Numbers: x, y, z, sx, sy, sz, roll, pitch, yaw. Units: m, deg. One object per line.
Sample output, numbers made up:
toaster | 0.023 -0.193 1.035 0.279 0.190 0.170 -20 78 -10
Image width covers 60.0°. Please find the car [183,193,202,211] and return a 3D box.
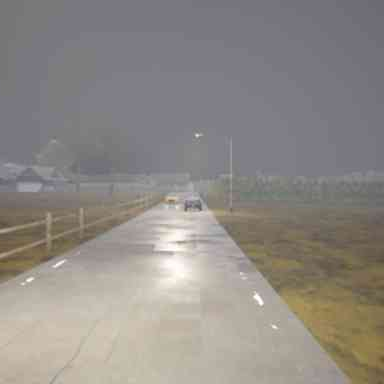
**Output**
car | 0.106 1.188 36.133 2.128 1.511 4.902 0 1 0

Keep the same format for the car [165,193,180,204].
car | -2.814 0.910 48.033 1.882 1.535 5.008 0 1 0

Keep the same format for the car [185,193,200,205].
car | 0.106 0.919 48.299 2.128 1.511 4.902 0 1 0
